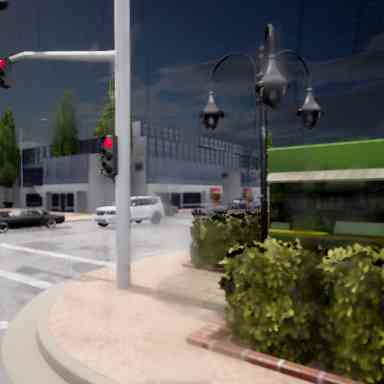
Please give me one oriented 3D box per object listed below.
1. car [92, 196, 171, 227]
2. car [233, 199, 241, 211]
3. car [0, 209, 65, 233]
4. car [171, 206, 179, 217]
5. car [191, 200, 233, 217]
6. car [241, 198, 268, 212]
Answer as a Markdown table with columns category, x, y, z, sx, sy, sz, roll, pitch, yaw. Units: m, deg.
| category | x | y | z | sx | sy | sz | roll | pitch | yaw |
| --- | --- | --- | --- | --- | --- | --- | --- | --- | --- |
| car | -4.300 | 1.343 | 23.564 | 2.150 | 2.045 | 5.566 | -1 | 0 | 37 |
| car | 5.873 | 1.667 | 42.942 | 1.812 | 1.442 | 4.674 | -1 | 0 | 37 |
| car | -10.635 | 1.749 | 21.021 | 1.895 | 1.301 | 4.718 | -1 | 0 | 38 |
| car | -3.417 | 1.692 | 30.579 | 2.033 | 1.411 | 5.357 | -1 | 0 | 37 |
| car | 1.724 | 1.683 | 31.595 | 1.994 | 1.385 | 4.181 | -1 | 0 | 37 |
| car | 8.237 | 1.469 | 40.268 | 2.097 | 1.767 | 4.553 | -1 | 0 | 37 |
